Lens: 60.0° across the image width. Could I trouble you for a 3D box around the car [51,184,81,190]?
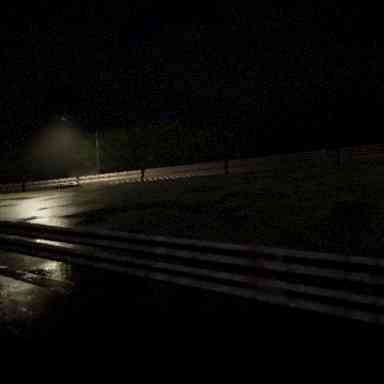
[{"bbox_3d":[-19.602,-0.750,51.494,4.718,1.301,1.895,-4,-2,25],"label":"car"}]
